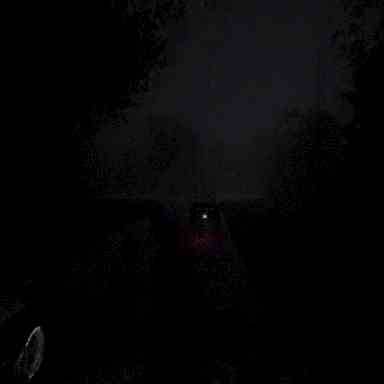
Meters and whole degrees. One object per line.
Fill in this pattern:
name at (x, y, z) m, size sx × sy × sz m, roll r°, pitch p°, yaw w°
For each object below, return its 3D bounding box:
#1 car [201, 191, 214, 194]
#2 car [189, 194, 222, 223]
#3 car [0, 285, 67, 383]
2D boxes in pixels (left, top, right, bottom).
car at (1.846, 0.655, 38.468) m, size 2.128 × 1.511 × 4.902 m, roll 0°, pitch 1°, yaw 6°
car at (0.856, 1.103, 21.680) m, size 1.837 × 1.490 × 4.892 m, roll 0°, pitch 2°, yaw 3°
car at (-2.777, 1.565, 2.601) m, size 1.895 × 1.301 × 4.718 m, roll 1°, pitch 0°, yaw 1°
